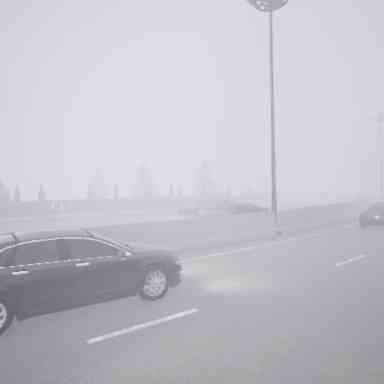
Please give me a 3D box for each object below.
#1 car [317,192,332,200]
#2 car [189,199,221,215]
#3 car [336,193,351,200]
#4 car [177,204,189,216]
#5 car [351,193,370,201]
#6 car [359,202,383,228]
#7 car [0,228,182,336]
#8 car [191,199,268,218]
[{"bbox_3d":[24.961,0.774,62.516,2.033,1.411,5.357,-1,0,34],"label":"car"},{"bbox_3d":[2.407,1.266,25.258,2.128,1.511,4.902,0,1,43],"label":"car"},{"bbox_3d":[27.279,0.810,59.714,1.895,1.301,4.718,-1,0,35],"label":"car"},{"bbox_3d":[1.114,1.317,28.931,2.033,1.411,5.357,0,0,42],"label":"car"},{"bbox_3d":[27.765,0.799,54.260,1.994,1.385,4.181,-1,0,35],"label":"car"},{"bbox_3d":[11.060,1.265,18.929,1.994,1.385,4.181,0,1,43],"label":"car"},{"bbox_3d":[-2.468,1.482,6.504,4.892,1.490,1.837,-1,1,-36],"label":"car"},{"bbox_3d":[2.700,1.350,20.428,2.033,1.411,5.357,0,1,45],"label":"car"}]
